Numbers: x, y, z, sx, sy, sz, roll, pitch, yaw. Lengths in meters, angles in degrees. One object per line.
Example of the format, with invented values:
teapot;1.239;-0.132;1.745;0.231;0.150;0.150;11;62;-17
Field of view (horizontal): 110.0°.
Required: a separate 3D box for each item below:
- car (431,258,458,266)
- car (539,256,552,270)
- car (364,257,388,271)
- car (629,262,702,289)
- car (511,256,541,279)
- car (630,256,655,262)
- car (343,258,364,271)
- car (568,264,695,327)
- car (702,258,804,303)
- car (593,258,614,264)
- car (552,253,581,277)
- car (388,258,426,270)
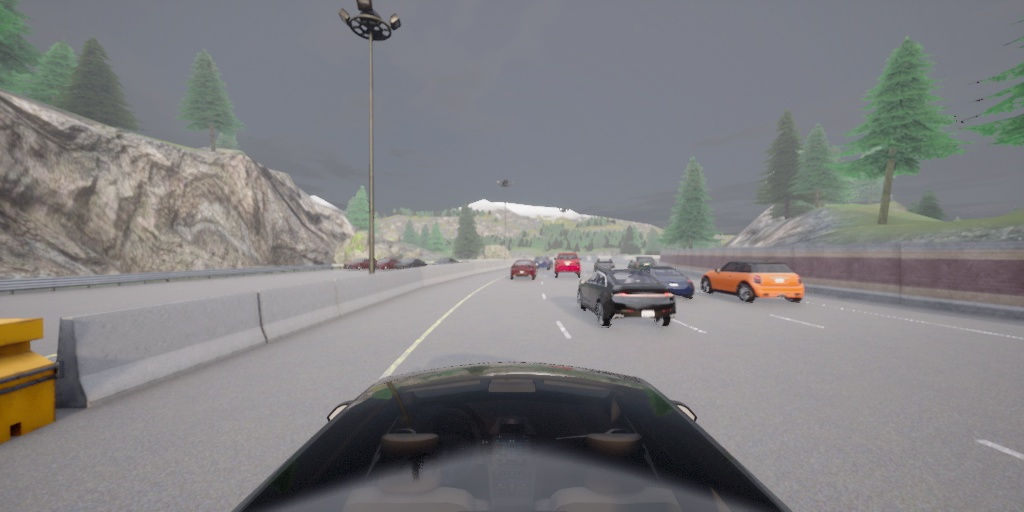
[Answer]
car;-7.699;0.973;41.325;1.837;1.490;4.892;0;0;12
car;3.824;0.776;43.796;2.097;1.767;4.553;0;0;13
car;-14.696;0.953;42.066;1.882;1.535;5.008;0;0;12
car;6.976;1.182;17.202;1.994;1.385;4.181;0;0;3
car;1.046;1.019;29.043;1.882;1.535;5.008;0;0;7
car;12.535;0.828;34.409;2.097;1.767;4.553;0;0;10
car;-18.077;0.954;42.973;1.882;1.535;5.008;0;0;12
car;3.293;1.163;11.118;2.128;1.511;4.902;0;0;0
car;10.418;0.972;15.985;2.097;1.767;4.553;0;0;2
car;9.337;0.960;36.317;2.128;1.511;4.902;0;0;11
car;4.931;0.734;31.717;2.150;2.045;5.566;0;0;9
car;-11.457;0.959;40.401;1.882;1.535;5.008;0;0;11
